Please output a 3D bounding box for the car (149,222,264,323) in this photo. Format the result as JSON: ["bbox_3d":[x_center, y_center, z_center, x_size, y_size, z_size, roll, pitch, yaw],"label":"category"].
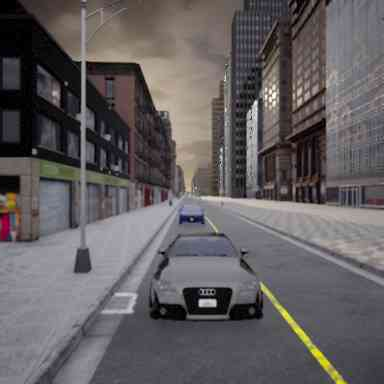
[{"bbox_3d":[0.227,1.607,7.316,1.994,1.385,4.181,0,0,-1],"label":"car"}]

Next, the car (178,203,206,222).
[{"bbox_3d":[-0.045,1.624,25.382,1.882,1.535,5.008,0,0,-1],"label":"car"}]
